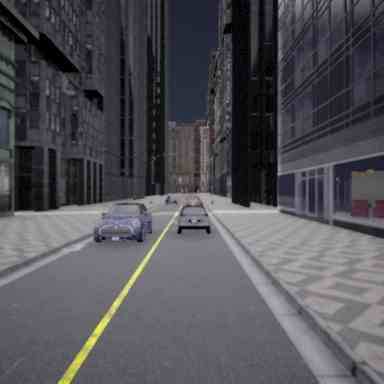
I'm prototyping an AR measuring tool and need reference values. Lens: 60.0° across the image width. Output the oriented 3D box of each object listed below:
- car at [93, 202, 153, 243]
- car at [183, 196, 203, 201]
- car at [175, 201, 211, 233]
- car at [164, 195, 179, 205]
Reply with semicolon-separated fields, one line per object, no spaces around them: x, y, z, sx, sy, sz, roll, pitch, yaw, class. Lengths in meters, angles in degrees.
-3.103;1.301;15.812;2.097;1.767;4.553;0;0;0;car
0.103;1.192;35.692;2.097;1.767;4.553;0;0;0;car
0.105;1.483;19.217;2.033;1.411;5.357;0;0;0;car
-3.070;1.240;50.588;1.837;1.490;4.892;0;0;0;car
